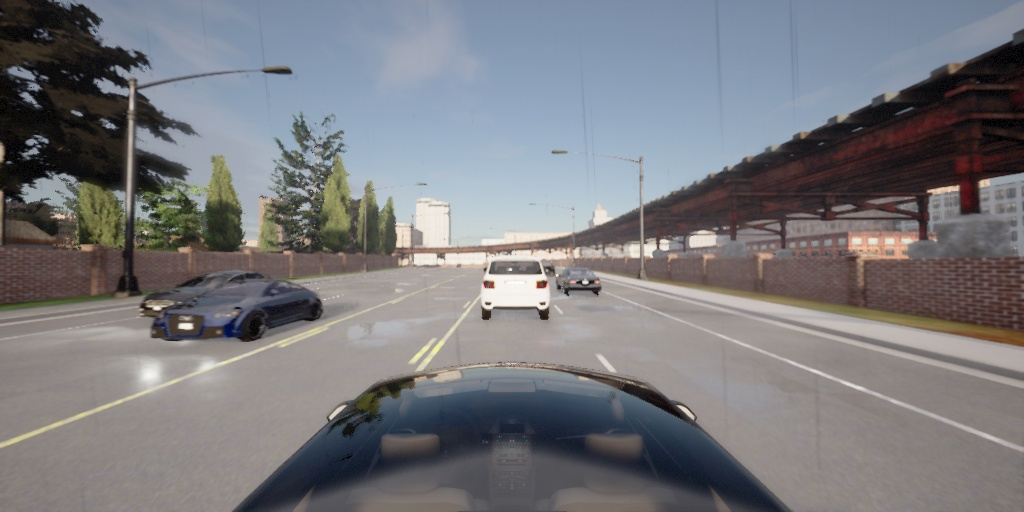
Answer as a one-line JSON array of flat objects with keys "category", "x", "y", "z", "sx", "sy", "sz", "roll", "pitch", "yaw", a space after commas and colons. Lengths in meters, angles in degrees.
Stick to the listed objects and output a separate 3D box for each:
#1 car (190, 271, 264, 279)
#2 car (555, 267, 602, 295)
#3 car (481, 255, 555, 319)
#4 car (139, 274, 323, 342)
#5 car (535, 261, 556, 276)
[{"category": "car", "x": -10.499, "y": 1.315, "z": 13.037, "sx": 1.837, "sy": 1.490, "sz": 4.892, "roll": 0, "pitch": 0, "yaw": 0}, {"category": "car", "x": 3.602, "y": 1.348, "z": 20.138, "sx": 2.033, "sy": 1.411, "sz": 5.357, "roll": 0, "pitch": 0, "yaw": 0}, {"category": "car", "x": 0.102, "y": 1.003, "z": 13.109, "sx": 2.150, "sy": 2.045, "sz": 5.566, "roll": 0, "pitch": 0, "yaw": 0}, {"category": "car", "x": -7.034, "y": 1.336, "z": 9.743, "sx": 1.994, "sy": 1.385, "sz": 4.181, "roll": 0, "pitch": 0, "yaw": 1}, {"category": "car", "x": 3.604, "y": 1.331, "z": 39.476, "sx": 1.882, "sy": 1.535, "sz": 5.008, "roll": 0, "pitch": 0, "yaw": 0}]
